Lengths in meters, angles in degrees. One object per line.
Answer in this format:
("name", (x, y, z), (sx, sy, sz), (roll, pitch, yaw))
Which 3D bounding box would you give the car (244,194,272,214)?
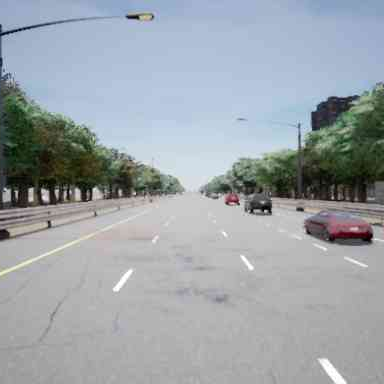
("car", (6.997, 1.223, 35.497), (2.150, 2.045, 5.566), (0, 0, 0))

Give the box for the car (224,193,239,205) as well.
("car", (6.995, 1.256, 58.756), (2.150, 2.045, 5.566), (0, 0, 0))

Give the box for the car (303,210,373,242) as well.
("car", (6.997, 1.567, 16.353), (1.994, 1.385, 4.181), (0, 0, 0))
